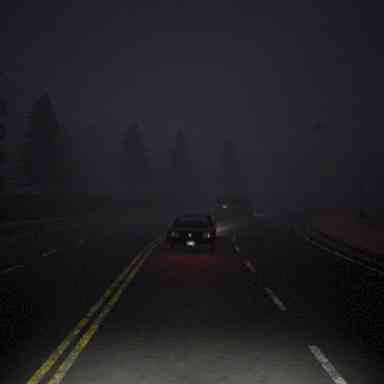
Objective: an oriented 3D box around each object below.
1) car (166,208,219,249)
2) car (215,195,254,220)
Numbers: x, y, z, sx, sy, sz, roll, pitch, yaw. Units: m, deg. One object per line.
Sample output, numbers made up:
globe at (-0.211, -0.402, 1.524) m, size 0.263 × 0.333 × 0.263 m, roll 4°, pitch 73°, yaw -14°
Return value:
car at (0.134, 1.616, 14.539) m, size 1.895 × 1.301 × 4.718 m, roll 0°, pitch 0°, yaw 5°
car at (3.655, 1.258, 28.441) m, size 2.150 × 2.045 × 5.566 m, roll 0°, pitch 0°, yaw 24°
